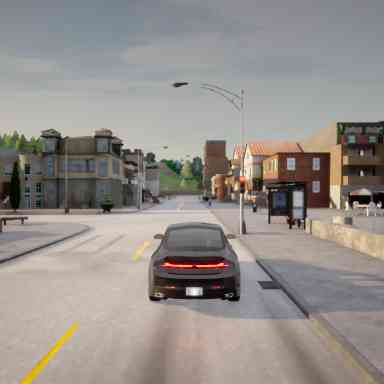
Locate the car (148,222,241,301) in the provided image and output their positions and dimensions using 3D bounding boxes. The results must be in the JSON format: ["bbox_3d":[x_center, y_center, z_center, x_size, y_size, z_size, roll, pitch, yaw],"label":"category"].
[{"bbox_3d":[0.064,1.505,8.288,1.837,1.490,4.892,0,0,1],"label":"car"}]
